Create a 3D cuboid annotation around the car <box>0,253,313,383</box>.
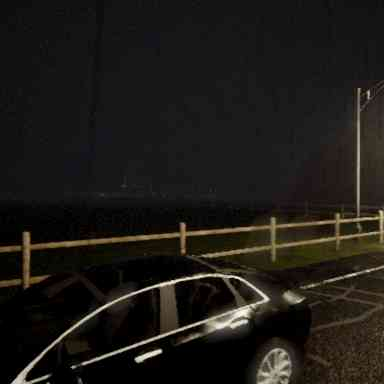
[{"bbox_3d":[-0.796,1.507,3.378,4.892,1.490,1.837,-1,1,-35],"label":"car"}]
